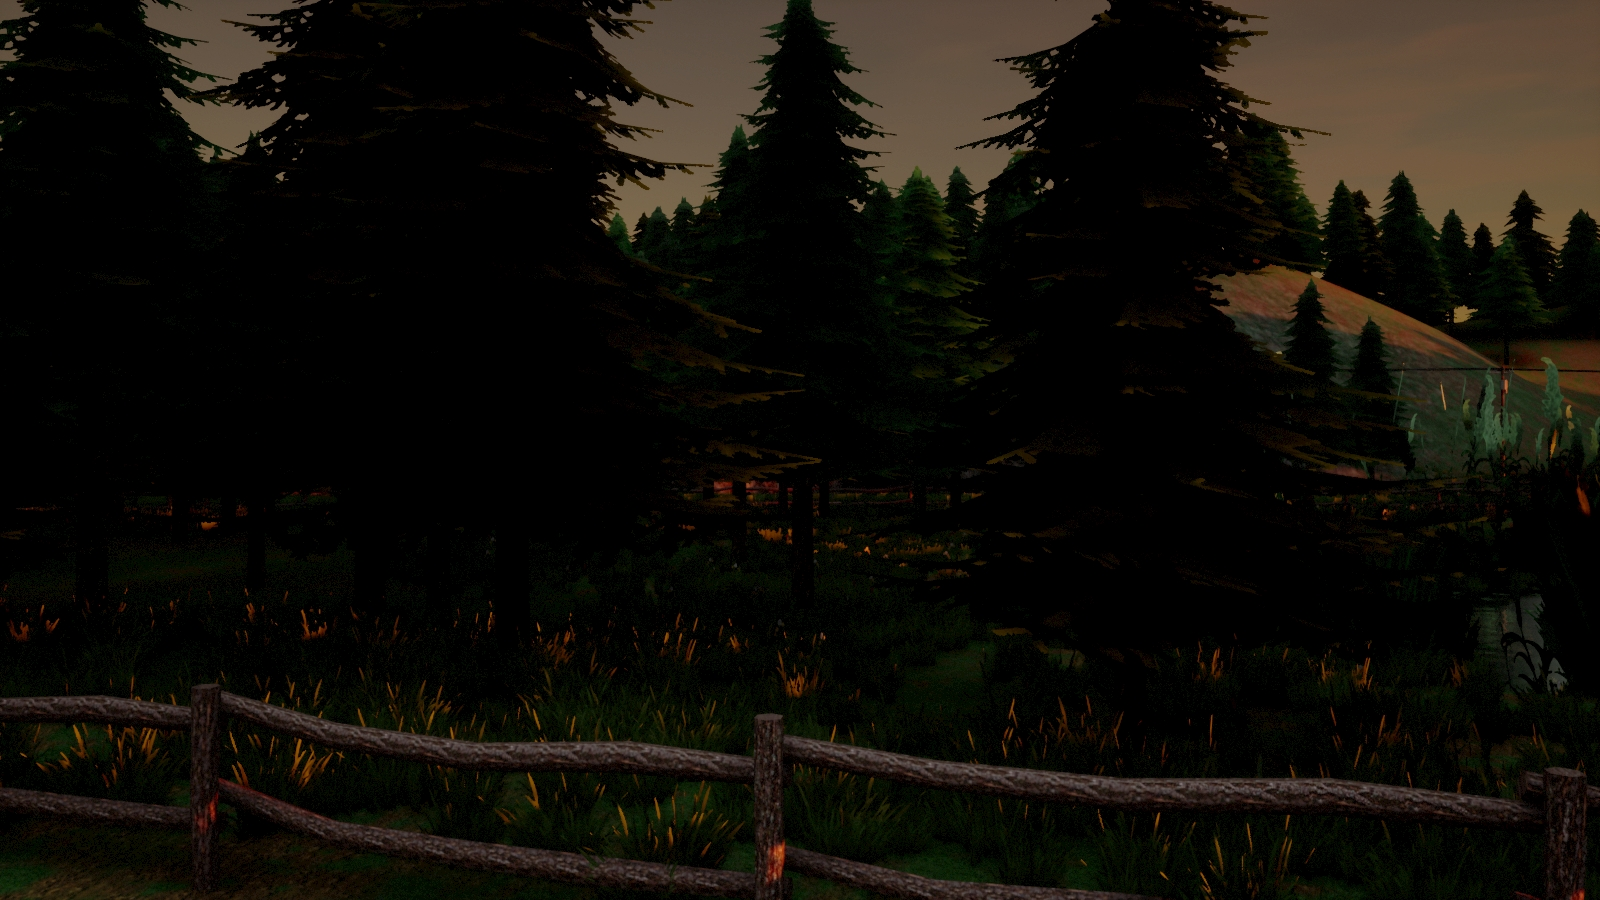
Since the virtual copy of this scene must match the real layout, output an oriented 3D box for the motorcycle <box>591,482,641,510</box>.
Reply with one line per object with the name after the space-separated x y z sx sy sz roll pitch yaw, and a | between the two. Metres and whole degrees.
-8.716 2.178 54.116 2.209 1.251 0.867 0 0 14 | motorcycle
